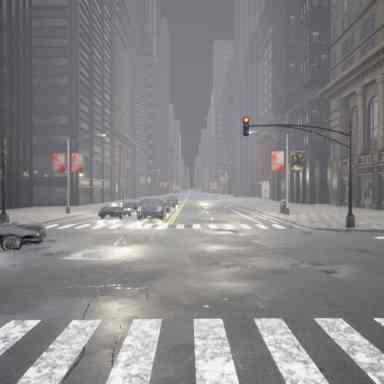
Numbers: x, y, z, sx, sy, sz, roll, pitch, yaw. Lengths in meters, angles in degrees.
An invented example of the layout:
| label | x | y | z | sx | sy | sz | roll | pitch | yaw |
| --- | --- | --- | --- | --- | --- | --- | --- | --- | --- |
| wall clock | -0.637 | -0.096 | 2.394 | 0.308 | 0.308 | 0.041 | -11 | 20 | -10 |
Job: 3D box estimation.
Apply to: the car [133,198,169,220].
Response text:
| label | x | y | z | sx | sy | sz | roll | pitch | yaw |
| --- | --- | --- | --- | --- | --- | --- | --- | --- | --- |
| car | -3.333 | 1.337 | 28.040 | 2.097 | 1.767 | 4.553 | 0 | 0 | 0 |

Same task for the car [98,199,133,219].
| label | x | y | z | sx | sy | sz | roll | pitch | yaw |
| --- | --- | --- | --- | --- | --- | --- | --- | --- | --- |
| car | -6.557 | 1.531 | 29.298 | 2.033 | 1.411 | 5.357 | 0 | 0 | 4 |

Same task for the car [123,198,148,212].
| label | x | y | z | sx | sy | sz | roll | pitch | yaw |
| --- | --- | --- | --- | --- | --- | --- | --- | --- | --- |
| car | -6.576 | 1.522 | 39.397 | 2.033 | 1.411 | 5.357 | 0 | 0 | 0 |

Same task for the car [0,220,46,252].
| label | x | y | z | sx | sy | sz | roll | pitch | yaw |
| --- | --- | --- | --- | --- | --- | --- | --- | --- | --- |
| car | -8.557 | 1.547 | 12.745 | 5.357 | 1.411 | 2.033 | 0 | 0 | -17 |

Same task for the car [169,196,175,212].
| label | x | y | z | sx | sy | sz | roll | pitch | yaw |
| --- | --- | --- | --- | --- | --- | --- | --- | --- | --- |
| car | -3.328 | 1.523 | 37.515 | 2.033 | 1.411 | 5.357 | 0 | 0 | 0 |

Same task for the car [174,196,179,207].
| label | x | y | z | sx | sy | sz | roll | pitch | yaw |
| --- | --- | --- | --- | --- | --- | --- | --- | --- | --- |
| car | -3.329 | 1.529 | 47.414 | 1.994 | 1.385 | 4.181 | 0 | 0 | 0 |

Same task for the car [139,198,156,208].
| label | x | y | z | sx | sy | sz | roll | pitch | yaw |
| --- | --- | --- | --- | --- | --- | --- | --- | --- | --- |
| car | -6.575 | 1.564 | 49.483 | 1.895 | 1.301 | 4.718 | 0 | 0 | 0 |

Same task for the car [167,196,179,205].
| label | x | y | z | sx | sy | sz | roll | pitch | yaw |
| --- | --- | --- | --- | --- | --- | --- | --- | --- | --- |
| car | -3.286 | 1.454 | 57.788 | 1.837 | 1.490 | 4.892 | 0 | 0 | 0 |
